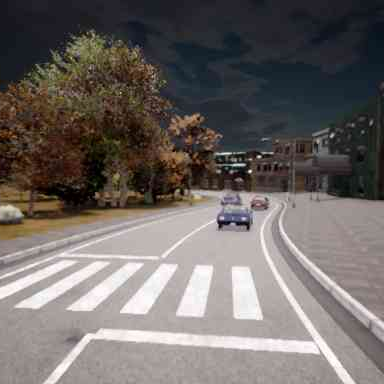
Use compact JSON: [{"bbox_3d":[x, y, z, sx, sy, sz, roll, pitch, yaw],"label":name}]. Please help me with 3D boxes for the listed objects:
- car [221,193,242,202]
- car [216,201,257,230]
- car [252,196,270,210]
[{"bbox_3d":[4.977,0.885,41.641,2.097,1.767,4.553,1,1,16],"label":"car"},{"bbox_3d":[2.769,1.480,20.554,1.895,1.301,4.718,1,1,13],"label":"car"},{"bbox_3d":[7.747,1.187,37.766,1.812,1.442,4.674,1,1,17],"label":"car"}]
